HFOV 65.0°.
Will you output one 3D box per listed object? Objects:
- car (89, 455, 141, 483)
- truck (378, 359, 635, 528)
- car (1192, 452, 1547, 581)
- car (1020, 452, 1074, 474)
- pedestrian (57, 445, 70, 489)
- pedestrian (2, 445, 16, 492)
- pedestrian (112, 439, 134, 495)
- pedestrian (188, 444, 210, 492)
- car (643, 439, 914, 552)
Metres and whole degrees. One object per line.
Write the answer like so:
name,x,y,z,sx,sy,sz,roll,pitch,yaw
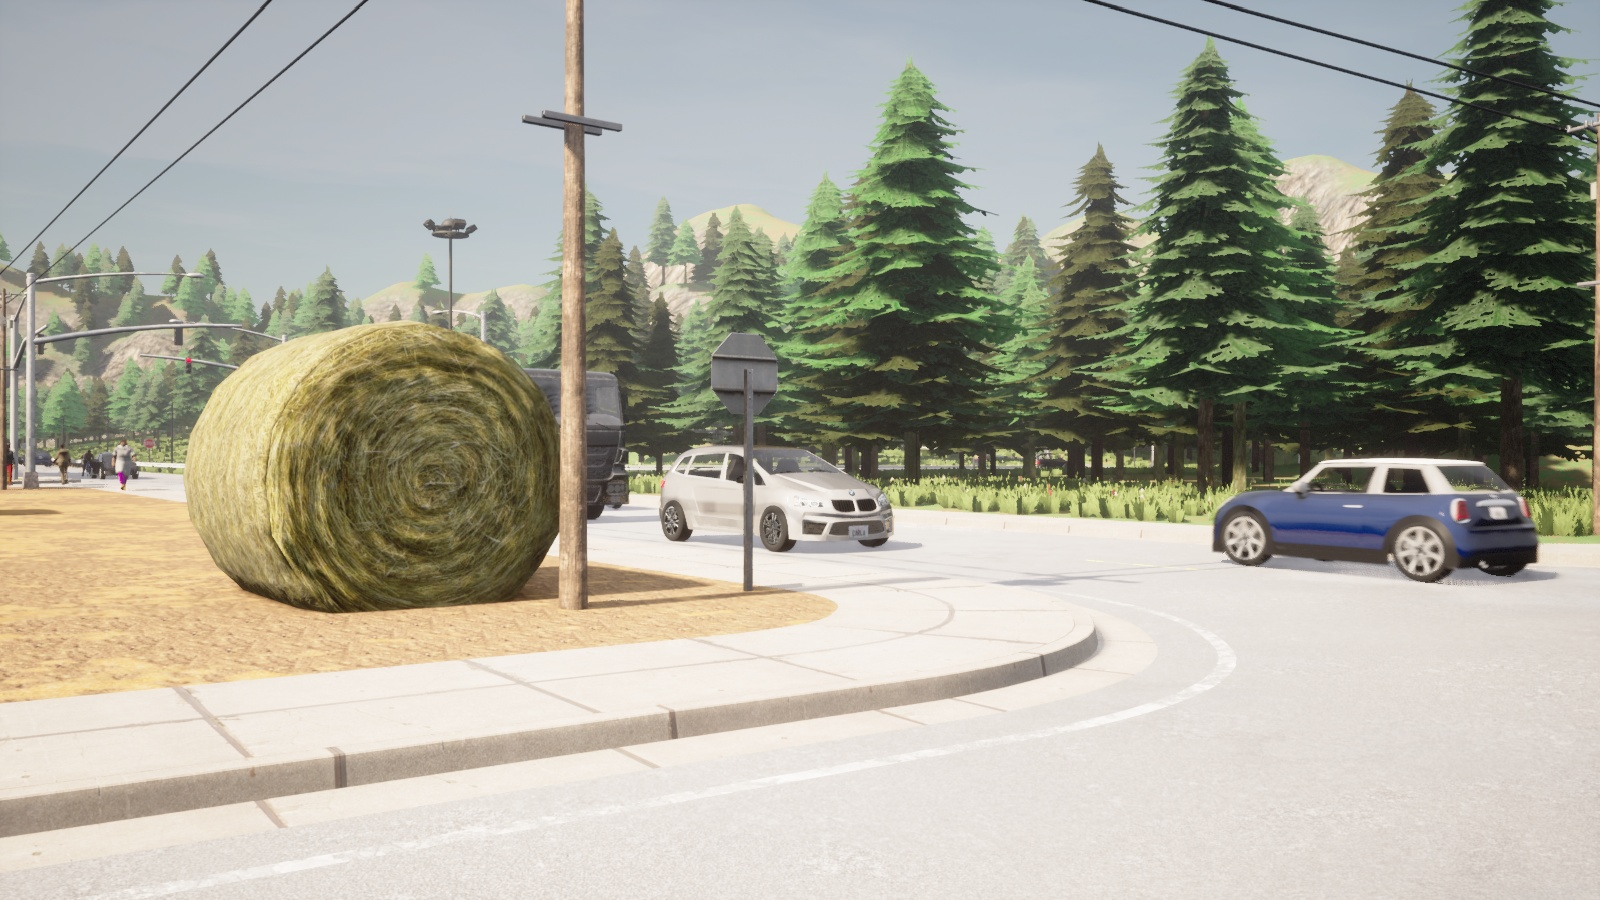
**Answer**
car,-38.275,1.037,70.097,1.837,1.490,4.892,0,0,-38
truck,-7.195,-0.114,29.783,2.891,3.462,7.936,0,0,-38
car,7.338,0.769,16.537,1.970,1.475,3.806,0,0,-31
car,17.822,0.916,90.697,3.705,1.549,1.789,0,0,-36
pedestrian,-32.651,0.760,55.668,0.396,1.930,0.692,0,0,-41
pedestrian,-31.370,0.743,49.778,0.353,1.847,0.614,0,0,-43
pedestrian,-23.581,0.585,43.757,0.659,1.952,0.873,0,0,-29
pedestrian,-24.631,0.741,51.438,0.788,1.949,0.423,0,0,-30
car,-0.478,0.677,21.074,2.242,1.667,4.611,0,0,-37
